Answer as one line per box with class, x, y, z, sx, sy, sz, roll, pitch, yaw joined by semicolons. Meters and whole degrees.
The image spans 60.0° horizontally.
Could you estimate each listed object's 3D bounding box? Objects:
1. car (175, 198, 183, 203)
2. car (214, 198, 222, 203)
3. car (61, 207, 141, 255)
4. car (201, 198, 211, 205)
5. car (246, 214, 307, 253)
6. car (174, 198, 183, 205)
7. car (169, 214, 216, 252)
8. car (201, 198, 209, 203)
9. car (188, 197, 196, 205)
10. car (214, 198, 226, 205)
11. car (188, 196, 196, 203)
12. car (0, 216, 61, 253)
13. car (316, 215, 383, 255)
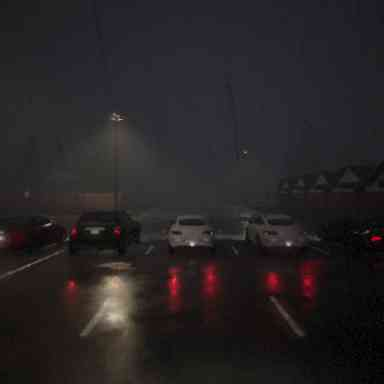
car;-3.443;2.284;91.807;2.033;1.411;5.357;0;-1;0
car;7.057;2.268;91.801;1.812;1.442;4.674;0;-1;0
car;-3.489;1.489;14.083;2.097;1.767;4.553;0;-1;0
car;3.549;2.293;80.134;2.033;1.411;5.357;0;-1;0
car;3.514;1.667;14.373;1.812;1.442;4.674;0;0;0
car;-3.451;2.293;80.138;2.033;1.411;5.357;0;-1;0
car;0.014;1.667;14.391;1.812;1.442;4.674;0;0;0
car;3.557;2.284;91.803;2.033;1.411;5.357;0;-1;0
car;0.050;2.299;80.551;2.128;1.511;4.902;0;-1;0
car;7.050;2.326;80.546;1.994;1.385;4.181;0;-1;0
car;0.057;2.099;91.777;2.097;1.767;4.553;0;-1;0
car;-7.024;1.705;14.301;1.994;1.385;4.181;0;-1;1
car;7.010;1.684;13.981;2.033;1.411;5.357;0;-1;0
